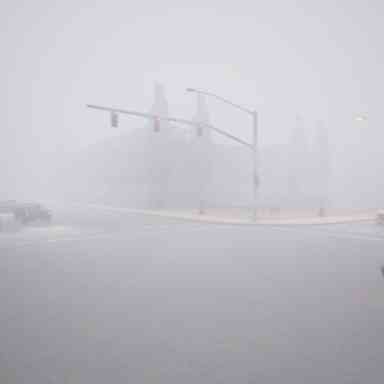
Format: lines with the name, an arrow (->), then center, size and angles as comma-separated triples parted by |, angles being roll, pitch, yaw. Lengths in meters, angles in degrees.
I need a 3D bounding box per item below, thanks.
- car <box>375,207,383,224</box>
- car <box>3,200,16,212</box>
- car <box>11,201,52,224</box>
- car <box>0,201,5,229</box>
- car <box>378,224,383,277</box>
car -> 14.564, 1.455, 22.962 | 5.008, 1.535, 1.882 | 0, 0, -37
car -> -18.791, 1.509, 34.248 | 1.994, 1.385, 4.181 | 0, 0, -36
car -> -11.967, 1.561, 24.934 | 1.895, 1.301, 4.718 | 0, 0, -36
car -> -12.978, 1.444, 20.374 | 1.882, 1.535, 5.008 | 0, 0, -36
car -> 6.853, 1.540, 8.382 | 5.357, 1.411, 2.033 | 0, 0, -35
